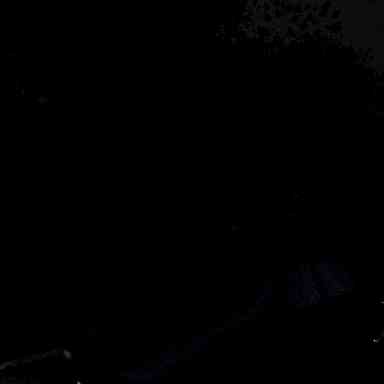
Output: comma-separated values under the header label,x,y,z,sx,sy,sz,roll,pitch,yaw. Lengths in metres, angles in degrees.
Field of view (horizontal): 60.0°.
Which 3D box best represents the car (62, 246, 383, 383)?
label,x,y,z,sx,sy,sz,roll,pitch,yaw
car,1.109,1.554,4.770,5.357,1.411,2.033,0,0,-35
